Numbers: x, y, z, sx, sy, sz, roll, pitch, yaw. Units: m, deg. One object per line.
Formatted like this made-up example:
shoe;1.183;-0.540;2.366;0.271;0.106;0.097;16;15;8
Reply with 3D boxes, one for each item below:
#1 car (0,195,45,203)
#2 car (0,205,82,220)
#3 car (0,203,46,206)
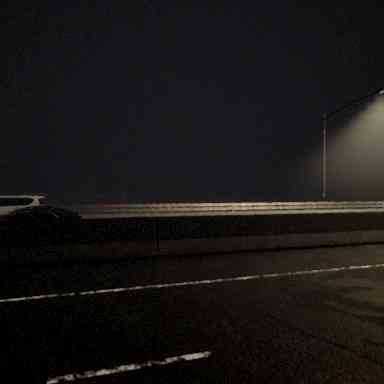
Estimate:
car;-11.995;1.242;20.878;5.566;2.045;2.150;0;0;-19
car;-7.495;1.520;15.025;4.892;1.490;1.837;0;0;-19
car;-8.653;1.524;18.328;4.892;1.490;1.837;0;0;-19
